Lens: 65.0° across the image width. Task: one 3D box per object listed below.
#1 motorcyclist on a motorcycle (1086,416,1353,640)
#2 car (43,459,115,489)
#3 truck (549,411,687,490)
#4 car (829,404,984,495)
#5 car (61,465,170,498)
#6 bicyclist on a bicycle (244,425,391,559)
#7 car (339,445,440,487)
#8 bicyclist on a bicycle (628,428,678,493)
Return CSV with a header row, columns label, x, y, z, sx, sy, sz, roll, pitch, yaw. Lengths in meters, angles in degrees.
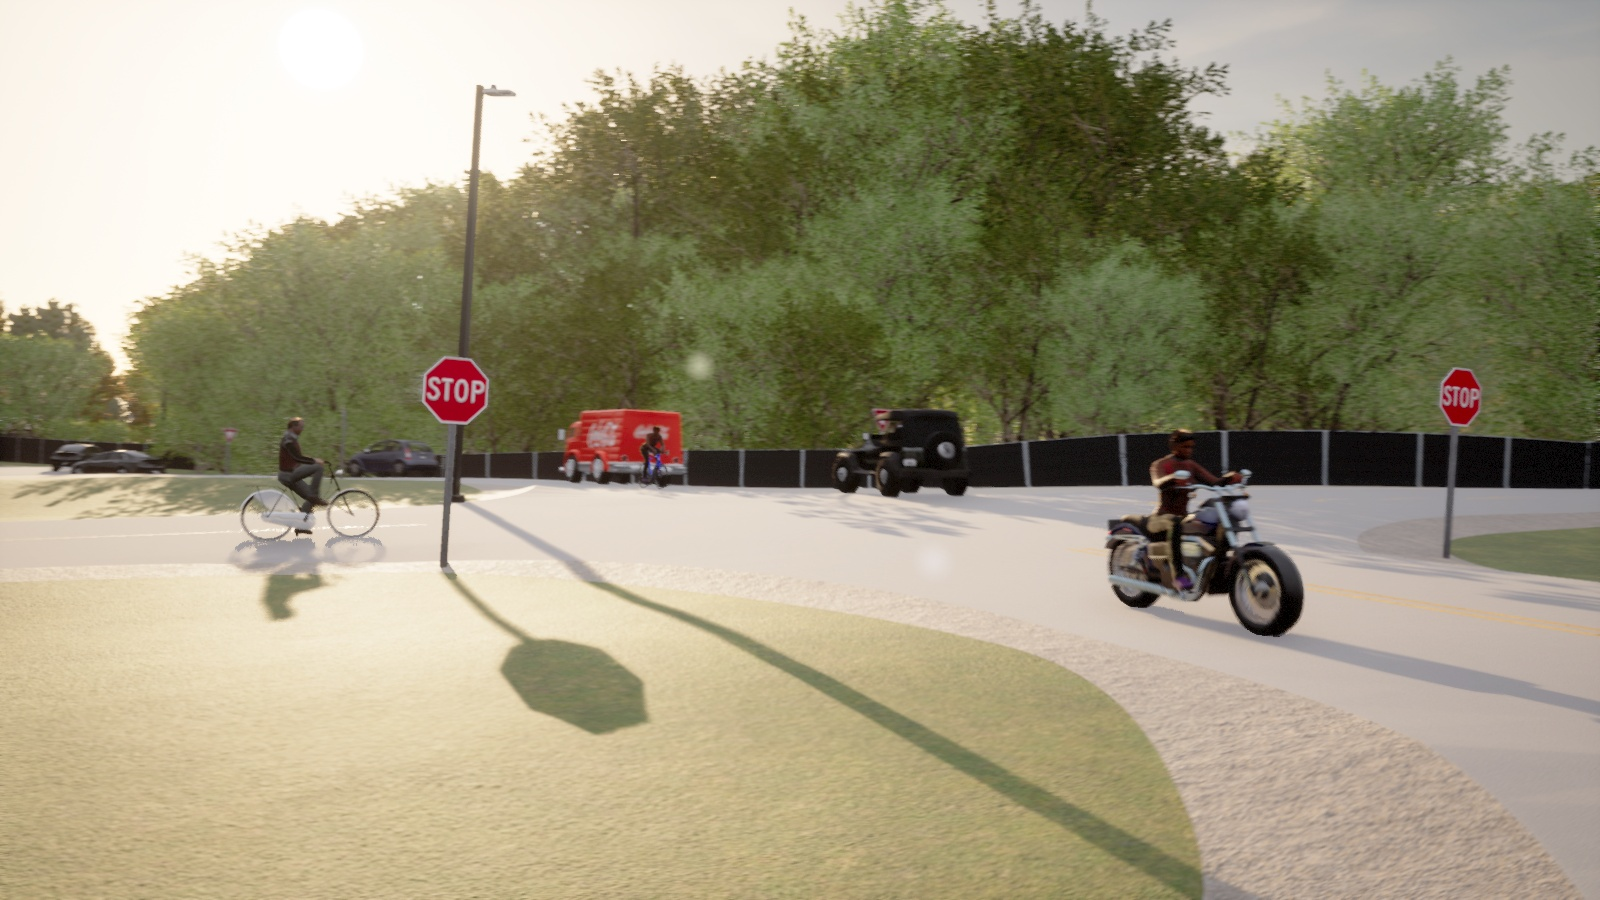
label,x,y,z,sx,sy,sz,roll,pitch,yaw
motorcyclist on a motorcycle,3.412,0.560,10.511,0.766,1.649,2.350,-1,1,-22
car,-39.654,1.300,69.204,1.837,1.490,4.892,1,0,-9
truck,-6.210,0.070,42.356,2.627,2.467,5.204,1,-2,-33
car,2.289,0.002,27.990,1.905,1.878,3.866,-1,0,-21
car,-32.348,1.481,59.317,4.892,1.490,1.837,-1,-1,22
bicyclist on a bicycle,-6.820,0.562,17.815,1.843,1.776,0.659,-2,2,-19
car,-17.392,0.695,53.145,3.988,1.617,1.851,-2,-2,30
bicyclist on a bicycle,-3.770,0.280,32.179,0.582,1.620,1.656,1,-1,-33
